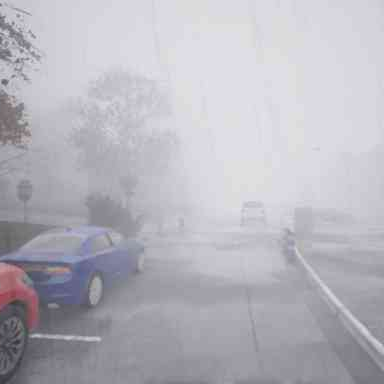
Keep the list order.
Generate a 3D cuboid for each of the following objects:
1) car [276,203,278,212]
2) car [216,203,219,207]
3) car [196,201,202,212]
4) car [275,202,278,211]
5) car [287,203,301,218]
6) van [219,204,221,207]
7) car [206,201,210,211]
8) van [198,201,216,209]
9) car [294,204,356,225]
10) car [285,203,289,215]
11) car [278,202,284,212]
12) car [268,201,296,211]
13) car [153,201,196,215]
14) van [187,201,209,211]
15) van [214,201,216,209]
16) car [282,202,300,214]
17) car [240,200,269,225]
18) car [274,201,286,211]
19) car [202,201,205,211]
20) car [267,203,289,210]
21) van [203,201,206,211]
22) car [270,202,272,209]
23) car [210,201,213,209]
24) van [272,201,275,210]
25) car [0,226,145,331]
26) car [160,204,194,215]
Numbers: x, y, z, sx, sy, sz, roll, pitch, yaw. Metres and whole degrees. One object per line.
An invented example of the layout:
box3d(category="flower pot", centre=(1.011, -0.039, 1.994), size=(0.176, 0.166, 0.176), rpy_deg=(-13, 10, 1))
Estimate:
box3d(category="car", centre=(15.740, 2.693, 49.921), size=(4.792, 1.488, 2.163), rpy_deg=(1, -1, -10))
box3d(category="car", centre=(3.423, 3.521, 82.037), size=(4.674, 1.452, 2.002), rpy_deg=(0, -2, -10))
box3d(category="car", centre=(-1.218, 2.604, 55.970), size=(4.553, 1.767, 2.185), rpy_deg=(0, -1, -10))
box3d(category="car", centre=(16.294, 2.742, 52.815), size=(4.892, 1.521, 2.231), rpy_deg=(1, -1, -10))
box3d(category="car", centre=(13.190, 2.277, 35.493), size=(4.892, 1.521, 2.231), rpy_deg=(1, -1, -10))
box3d(category="van", centre=(4.579, 3.437, 87.859), size=(4.442, 1.987, 1.878), rpy_deg=(0, -2, -10))
box3d(category="car", centre=(0.319, 2.969, 64.651), size=(4.892, 1.521, 2.231), rpy_deg=(0, -1, -10))
box3d(category="van", centre=(3.831, 3.346, 84.913), size=(4.442, 1.987, 1.878), rpy_deg=(0, -2, -10))
box3d(category="car", centre=(12.146, 2.122, 29.725), size=(4.892, 1.521, 2.231), rpy_deg=(1, -2, -10))
box3d(category="car", centre=(13.702, 2.393, 38.379), size=(4.674, 1.452, 2.002), rpy_deg=(1, -1, -10))
box3d(category="car", centre=(15.262, 2.587, 47.036), size=(4.892, 1.521, 2.231), rpy_deg=(1, -1, -10))
box3d(category="car", centre=(20.459, 3.150, 75.922), size=(5.566, 2.045, 2.435), rpy_deg=(1, -2, -10))
box3d(category="car", centre=(-2.779, 2.245, 47.286), size=(5.566, 2.045, 2.435), rpy_deg=(0, -2, -10))
box3d(category="van", centre=(1.234, 2.909, 70.431), size=(4.442, 1.987, 1.878), rpy_deg=(0, -1, -10))
box3d(category="van", centre=(2.500, 3.079, 76.273), size=(4.442, 1.987, 1.878), rpy_deg=(0, -2, -10))
box3d(category="car", centre=(14.399, 2.432, 41.305), size=(5.366, 1.575, 1.946), rpy_deg=(1, -2, -10))
box3d(category="car", centre=(5.411, 1.770, 29.068), size=(2.150, 2.045, 5.566), rpy_deg=(0, -2, 12))
box3d(category="car", centre=(16.839, 2.695, 55.707), size=(4.553, 1.767, 2.185), rpy_deg=(1, -1, -10))
box3d(category="car", centre=(-0.756, 2.838, 58.852), size=(4.792, 1.488, 2.163), rpy_deg=(0, -1, -10))
box3d(category="car", centre=(22.678, 3.762, 87.484), size=(5.366, 1.575, 1.946), rpy_deg=(1, -2, -10))
box3d(category="van", centre=(-0.321, 2.663, 61.736), size=(4.442, 1.987, 1.878), rpy_deg=(0, -1, -10))
box3d(category="car", centre=(18.351, 3.060, 64.364), size=(5.008, 1.535, 2.097), rpy_deg=(1, -2, -10))
box3d(category="car", centre=(1.013, 3.047, 67.584), size=(5.366, 1.575, 1.946), rpy_deg=(0, -2, -10))
box3d(category="van", centre=(17.730, 2.750, 61.457), size=(4.442, 1.987, 1.878), rpy_deg=(1, -1, -10))
box3d(category="car", centre=(-2.632, 1.582, 8.263), size=(2.097, 1.535, 5.008), rpy_deg=(0, -1, 9))
box3d(category="car", centre=(-2.313, 2.603, 50.158), size=(4.792, 1.488, 2.163), rpy_deg=(0, -1, -10))
